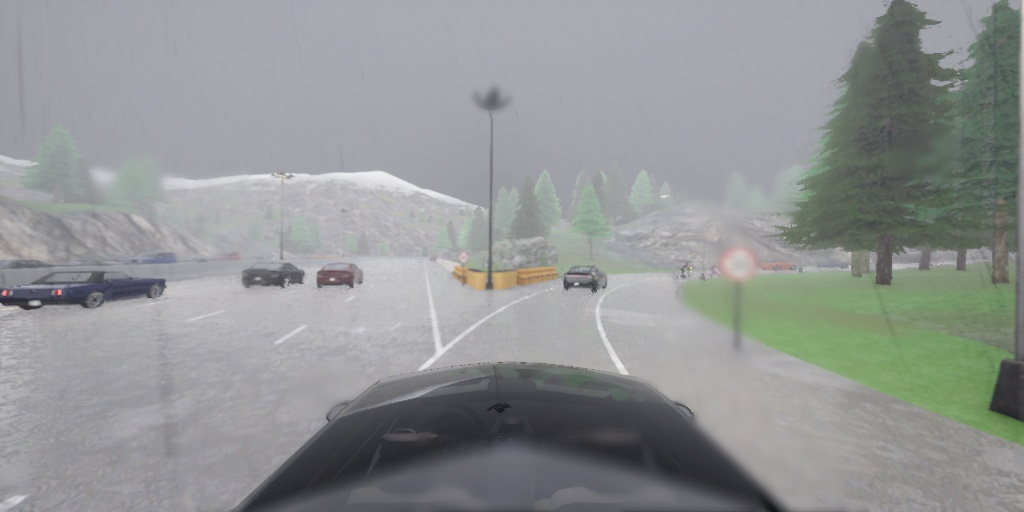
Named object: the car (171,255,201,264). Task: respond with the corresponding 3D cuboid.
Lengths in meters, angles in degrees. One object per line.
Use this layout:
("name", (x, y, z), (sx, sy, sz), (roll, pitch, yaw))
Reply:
("car", (-37.125, 0.904, 42.134), (1.994, 1.385, 4.181), (1, 0, -13))

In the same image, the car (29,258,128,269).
("car", (-29.190, 0.988, 24.394), (1.994, 1.385, 4.181), (1, 0, -14))

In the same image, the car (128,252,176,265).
("car", (-40.267, 0.526, 40.279), (2.150, 2.045, 5.566), (1, 0, -13))

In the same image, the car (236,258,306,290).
("car", (-13.746, 1.078, 21.037), (1.882, 1.535, 5.008), (1, 0, -14))

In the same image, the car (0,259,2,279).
("car", (-35.978, 0.909, 22.693), (1.994, 1.385, 4.181), (1, 0, -14))

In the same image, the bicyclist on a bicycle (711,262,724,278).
("bicyclist on a bicycle", (20.744, 1.432, 36.212), (0.582, 1.620, 1.656), (0, -2, -14))

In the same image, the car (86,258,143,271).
("car", (-43.690, 0.864, 39.566), (1.895, 1.301, 4.718), (1, 0, -13))

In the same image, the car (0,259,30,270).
("car", (-32.524, 0.932, 23.283), (2.033, 1.411, 5.357), (1, 0, -14))

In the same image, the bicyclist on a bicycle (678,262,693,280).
("bicyclist on a bicycle", (15.878, 1.399, 32.835), (1.656, 1.620, 0.582), (1, 0, -13))

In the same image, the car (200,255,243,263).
("car", (-33.391, 0.947, 41.560), (1.994, 1.385, 4.181), (1, 0, -13))

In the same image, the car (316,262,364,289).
("car", (-10.348, 1.117, 21.872), (1.882, 1.535, 5.008), (1, 0, -14))

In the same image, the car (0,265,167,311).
("car", (-15.465, 1.178, 13.382), (1.895, 1.301, 4.718), (1, 0, -14))

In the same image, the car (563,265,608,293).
("car", (4.467, 1.301, 21.362), (2.128, 1.511, 4.902), (0, 0, 24))
